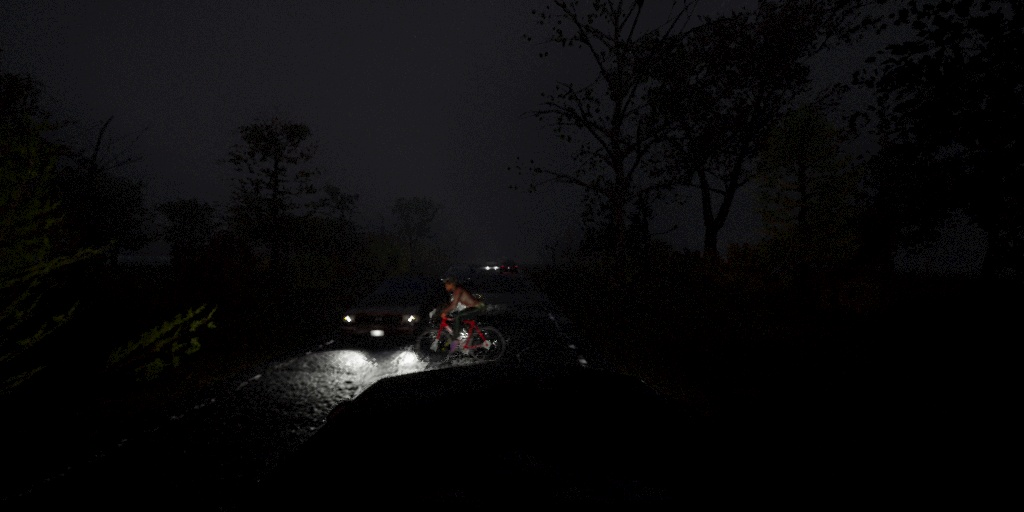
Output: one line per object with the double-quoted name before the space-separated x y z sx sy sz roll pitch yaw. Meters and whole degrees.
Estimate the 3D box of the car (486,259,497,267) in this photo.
"car" -3.583 1.226 63.444 1.895 1.301 4.718 0 0 -1

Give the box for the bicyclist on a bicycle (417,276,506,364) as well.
"bicyclist on a bicycle" -0.953 1.193 6.593 1.656 1.620 0.582 -2 0 -1

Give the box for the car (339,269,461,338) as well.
"car" -2.937 1.276 10.408 2.033 1.411 5.357 0 0 -1

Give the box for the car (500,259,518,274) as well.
"car" -0.353 1.237 40.541 1.994 1.385 4.181 0 0 0

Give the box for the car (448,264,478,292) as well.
"car" -3.053 1.232 21.223 1.812 1.442 4.674 0 0 0
